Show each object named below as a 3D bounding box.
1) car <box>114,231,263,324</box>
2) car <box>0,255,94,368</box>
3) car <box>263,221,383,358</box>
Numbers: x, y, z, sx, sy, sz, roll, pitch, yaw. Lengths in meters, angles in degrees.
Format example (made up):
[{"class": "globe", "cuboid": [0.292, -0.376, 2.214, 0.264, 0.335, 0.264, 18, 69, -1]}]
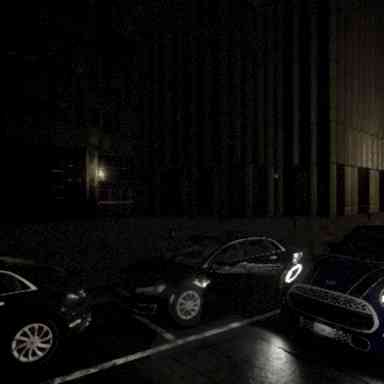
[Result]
[{"class": "car", "cuboid": [0.556, 1.552, 7.049, 4.403, 1.369, 2.008, 0, 0, -36]}, {"class": "car", "cuboid": [-3.507, 1.550, 4.148, 4.403, 1.369, 2.008, 0, 0, -36]}, {"class": "car", "cuboid": [3.687, 1.354, 5.998, 4.553, 1.767, 2.097, 0, 0, -35]}]
